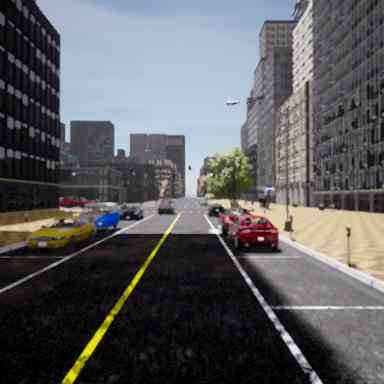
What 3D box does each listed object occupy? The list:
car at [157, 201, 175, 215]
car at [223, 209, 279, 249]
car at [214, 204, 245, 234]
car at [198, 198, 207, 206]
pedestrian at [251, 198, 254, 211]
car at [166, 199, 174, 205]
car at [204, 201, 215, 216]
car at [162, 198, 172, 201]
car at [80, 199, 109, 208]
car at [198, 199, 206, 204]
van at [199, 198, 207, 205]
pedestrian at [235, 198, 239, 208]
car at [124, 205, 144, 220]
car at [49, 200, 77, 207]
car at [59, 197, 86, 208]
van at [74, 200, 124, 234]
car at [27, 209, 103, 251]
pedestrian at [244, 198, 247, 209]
[{"bbox_3d":[-3.037,2.059,39.945,1.895,1.301,4.718,0,-1,1],"label":"car"},{"bbox_3d":[2.693,1.720,15.243,1.887,1.381,4.507,0,-1,0],"label":"car"},{"bbox_3d":[2.693,1.679,20.783,1.967,1.590,4.097,0,-1,0],"label":"car"},{"bbox_3d":[2.691,2.391,75.595,1.752,1.417,4.829,0,-1,0],"label":"car"},{"bbox_3d":[8.134,1.683,44.974,0.375,1.860,0.375,0,-1,0],"label":"pedestrian"},{"bbox_3d":[-5.690,2.542,86.524,2.008,1.369,4.403,0,-1,0],"label":"car"},{"bbox_3d":[2.692,1.995,37.398,1.947,1.339,4.313,0,-1,0],"label":"car"},{"bbox_3d":[-5.690,2.382,69.871,1.802,1.307,4.206,0,-1,0],"label":"car"},{"bbox_3d":[-17.271,2.044,58.877,4.507,1.381,1.887,1,-2,-1],"label":"car"},{"bbox_3d":[2.690,2.606,92.077,2.008,1.369,4.403,0,-1,0],"label":"car"},{"bbox_3d":[2.691,2.269,80.978,1.690,1.788,3.998,0,-1,0],"label":"van"},{"bbox_3d":[6.134,1.664,45.574,0.375,1.860,0.375,0,-1,0],"label":"pedestrian"},{"bbox_3d":[-5.688,1.931,31.858,1.947,1.339,4.313,0,-1,0],"label":"car"},{"bbox_3d":[-22.816,2.012,58.799,4.206,1.307,1.802,1,-2,-1],"label":"car"},{"bbox_3d":[-17.150,1.678,50.506,5.009,1.841,2.192,1,-2,-1],"label":"car"},{"bbox_3d":[-5.686,1.580,20.783,1.690,1.788,3.998,0,-1,0],"label":"van"},{"bbox_3d":[-5.688,1.699,15.072,1.752,1.417,4.829,0,-1,0],"label":"car"},{"bbox_3d":[7.134,1.658,44.374,0.375,1.860,0.375,0,-1,0],"label":"pedestrian"}]
